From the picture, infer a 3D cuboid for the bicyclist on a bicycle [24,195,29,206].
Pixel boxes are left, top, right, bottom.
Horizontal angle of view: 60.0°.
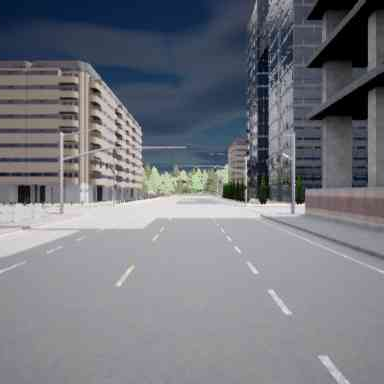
[{"bbox_3d":[-25.548,1.329,51.442,0.582,1.620,1.656,0,0,0],"label":"bicyclist on a bicycle"}]
